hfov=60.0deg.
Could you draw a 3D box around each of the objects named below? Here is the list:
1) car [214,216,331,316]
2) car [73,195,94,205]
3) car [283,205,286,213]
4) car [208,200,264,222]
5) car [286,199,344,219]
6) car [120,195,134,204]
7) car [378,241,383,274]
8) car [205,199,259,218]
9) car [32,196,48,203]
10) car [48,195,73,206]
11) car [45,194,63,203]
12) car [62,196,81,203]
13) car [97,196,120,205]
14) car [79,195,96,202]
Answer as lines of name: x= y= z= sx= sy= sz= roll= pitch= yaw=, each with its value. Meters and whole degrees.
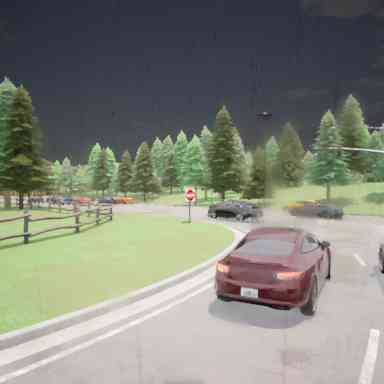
car: x=2.044 y=1.526 z=7.619 sx=1.812 sy=1.442 sz=4.674 roll=0 pitch=0 yaw=28
car: x=-19.413 y=1.354 z=58.463 sx=2.097 sy=1.767 sz=4.553 roll=0 pitch=0 yaw=-40
car: x=11.371 y=1.479 z=32.924 sx=1.882 sy=1.535 sz=5.008 roll=0 pitch=0 yaw=-40
car: x=3.331 y=1.492 z=26.170 sx=2.128 sy=1.511 sz=4.902 roll=0 pitch=0 yaw=-40
car: x=10.636 y=1.565 z=28.374 sx=1.994 sy=1.385 sz=4.181 roll=0 pitch=0 yaw=-40
car: x=-12.597 y=1.357 z=61.243 sx=2.097 sy=1.767 sz=4.553 roll=0 pitch=0 yaw=-40
car: x=5.351 y=1.548 z=7.311 sx=2.033 sy=1.411 sz=5.357 roll=0 pitch=0 yaw=24
car: x=3.643 y=1.493 z=31.219 sx=2.128 sy=1.511 sz=4.902 roll=0 pitch=0 yaw=-40
car: x=-31.090 y=1.527 z=66.703 sx=1.812 sy=1.442 sz=4.674 roll=0 pitch=0 yaw=-40
car: x=-22.424 y=1.528 z=56.606 sx=1.812 sy=1.442 sz=4.674 roll=0 pitch=0 yaw=-40
car: x=-28.812 y=1.358 z=69.421 sx=2.097 sy=1.767 sz=4.553 roll=0 pitch=0 yaw=-40
car: x=-25.947 y=1.543 z=71.447 sx=2.033 sy=1.411 sz=5.357 roll=0 pitch=0 yaw=-40
car: x=-15.094 y=1.528 z=58.774 sx=1.812 sy=1.442 sz=4.674 roll=0 pitch=0 yaw=-40
car: x=-23.273 y=1.503 z=73.703 sx=1.837 sy=1.490 sz=4.892 roll=0 pitch=0 yaw=-40
